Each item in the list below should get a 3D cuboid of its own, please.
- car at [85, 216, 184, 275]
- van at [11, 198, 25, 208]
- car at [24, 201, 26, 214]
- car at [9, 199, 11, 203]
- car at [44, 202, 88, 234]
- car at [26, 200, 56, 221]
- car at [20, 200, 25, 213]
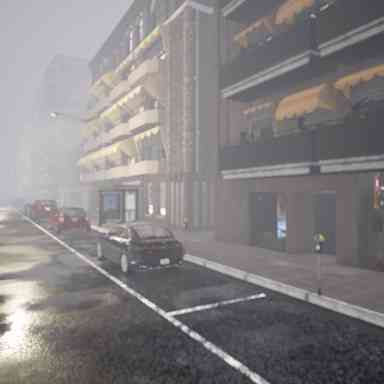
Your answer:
[{"bbox_3d":[-1.845,1.653,10.839,2.008,1.369,4.403,0,-1,-31],"label":"car"},{"bbox_3d":[-30.786,1.888,59.346,1.690,1.788,3.998,0,-1,-31],"label":"van"},{"bbox_3d":[-16.316,1.901,35.091,1.802,1.307,4.206,0,-1,-31],"label":"car"},{"bbox_3d":[-33.680,2.159,64.195,1.947,1.339,4.313,0,-1,-31],"label":"car"},{"bbox_3d":[-7.633,1.629,20.540,1.967,1.590,4.097,0,-1,-31],"label":"car"},{"bbox_3d":[-13.420,1.590,30.243,2.192,1.841,5.009,0,-1,-31],"label":"car"},{"bbox_3d":[-19.210,1.944,39.942,1.802,1.307,4.206,0,-1,-31],"label":"car"}]
